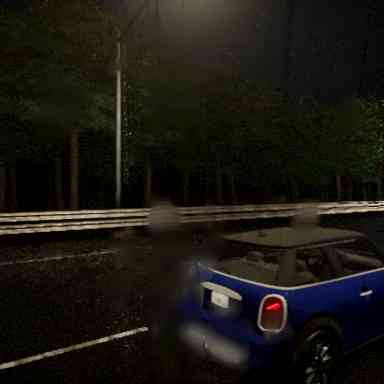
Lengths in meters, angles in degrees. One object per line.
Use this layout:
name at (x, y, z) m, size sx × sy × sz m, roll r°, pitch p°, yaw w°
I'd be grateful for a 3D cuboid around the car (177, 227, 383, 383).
car at (2.074, 1.353, 5.344) m, size 4.553 × 1.767 × 2.097 m, roll 0°, pitch 0°, yaw -35°
